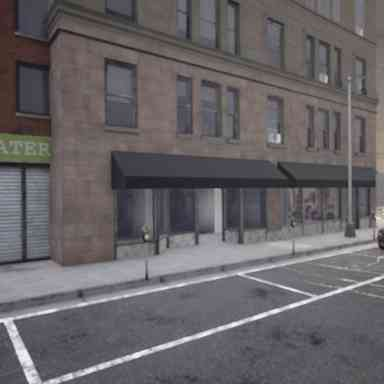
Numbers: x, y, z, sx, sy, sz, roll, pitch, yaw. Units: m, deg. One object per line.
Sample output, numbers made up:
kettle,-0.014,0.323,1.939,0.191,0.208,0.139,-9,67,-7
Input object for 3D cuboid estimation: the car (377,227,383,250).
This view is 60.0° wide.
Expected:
car,9.019,1.532,13.094,4.507,1.381,1.887,0,-1,-36
